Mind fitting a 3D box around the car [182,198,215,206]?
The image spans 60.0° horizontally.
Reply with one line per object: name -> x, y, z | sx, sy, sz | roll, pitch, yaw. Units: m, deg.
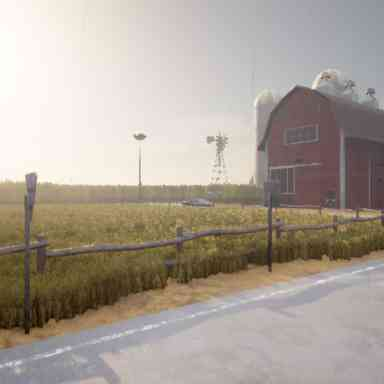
car -> 0.801, 1.510, 41.426 | 1.882, 1.535, 5.008 | 0, 0, -39
